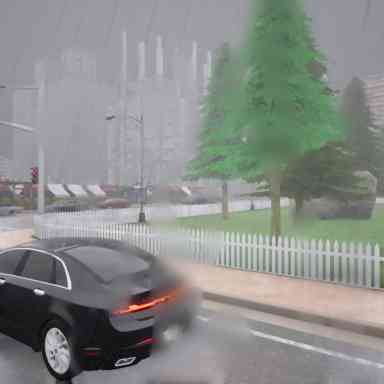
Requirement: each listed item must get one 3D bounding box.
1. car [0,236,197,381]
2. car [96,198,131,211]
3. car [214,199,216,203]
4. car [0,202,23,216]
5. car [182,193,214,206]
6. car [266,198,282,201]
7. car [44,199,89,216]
[{"bbox_3d":[-2.211,1.505,5.505,4.892,1.490,1.837,0,0,36],"label":"car"},{"bbox_3d":[-9.875,1.478,42.124,1.882,1.535,5.008,0,0,34],"label":"car"},{"bbox_3d":[2.474,1.547,60.337,2.033,1.411,5.357,0,0,34],"label":"car"},{"bbox_3d":[-18.050,1.601,30.077,1.895,1.301,4.718,0,0,36],"label":"car"},{"bbox_3d":[0.741,1.223,51.603,2.150,2.045,5.566,0,0,34],"label":"car"},{"bbox_3d":[14.919,1.564,59.852,1.994,1.385,4.181,0,0,34],"label":"car"},{"bbox_3d":[-12.298,1.489,32.246,2.128,1.511,4.902,0,0,34],"label":"car"}]
